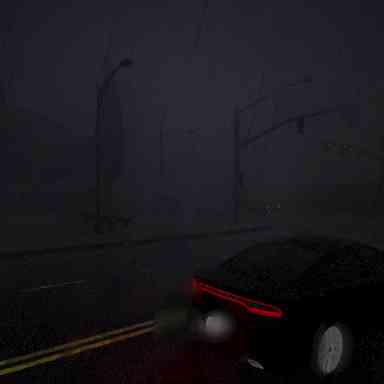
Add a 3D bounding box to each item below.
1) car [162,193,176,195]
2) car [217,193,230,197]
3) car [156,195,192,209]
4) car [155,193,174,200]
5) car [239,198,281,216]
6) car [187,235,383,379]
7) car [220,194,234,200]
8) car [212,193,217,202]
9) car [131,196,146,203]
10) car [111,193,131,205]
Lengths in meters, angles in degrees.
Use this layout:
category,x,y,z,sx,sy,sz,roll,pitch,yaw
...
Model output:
category,x,y,z,sx,sy,sz,roll,pitch,yaw
car,-5.687,1.155,86.834,3.866,1.878,1.905,0,0,-37
car,7.736,1.394,68.753,3.806,1.475,1.970,0,0,-37
car,-2.636,1.491,45.261,2.128,1.511,4.902,0,0,-35
car,-7.366,1.152,89.192,4.605,1.855,1.932,0,0,-37
car,6.452,1.351,32.334,2.097,1.767,4.553,0,0,-36
car,2.241,1.477,5.607,5.008,1.535,1.882,0,0,-37
car,9.960,1.393,95.055,3.806,1.475,1.970,0,0,-37
car,6.022,1.155,71.086,3.866,1.878,1.905,0,0,-37
car,-11.706,1.539,70.537,2.033,1.411,5.357,0,0,-35
car,-13.889,1.214,61.451,2.150,2.045,5.566,0,0,-35
